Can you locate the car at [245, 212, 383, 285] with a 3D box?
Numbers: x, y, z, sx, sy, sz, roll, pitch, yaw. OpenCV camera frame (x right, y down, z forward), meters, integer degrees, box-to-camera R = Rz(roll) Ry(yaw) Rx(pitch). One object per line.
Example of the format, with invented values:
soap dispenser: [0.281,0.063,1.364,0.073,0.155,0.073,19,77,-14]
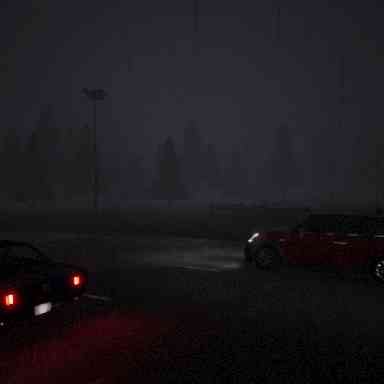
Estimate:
car: [3.852,1.362,9.589,4.553,1.767,2.097,-1,0,33]

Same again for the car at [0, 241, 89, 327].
car: [-4.374,1.652,6.600,4.718,1.301,1.895,-1,0,30]
